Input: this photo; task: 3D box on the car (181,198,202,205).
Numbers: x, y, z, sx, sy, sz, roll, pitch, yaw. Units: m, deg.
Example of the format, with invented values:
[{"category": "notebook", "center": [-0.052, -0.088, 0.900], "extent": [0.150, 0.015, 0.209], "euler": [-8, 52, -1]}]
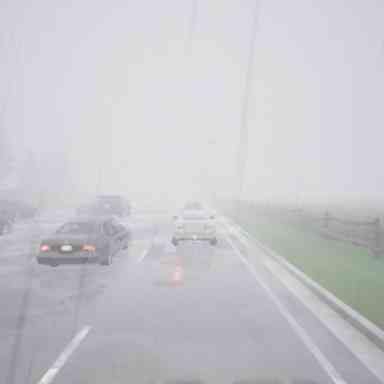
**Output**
[{"category": "car", "center": [0.080, 1.621, 34.624], "extent": [1.994, 1.385, 4.181], "euler": [0, 0, 0]}]

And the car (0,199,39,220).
[{"category": "car", "center": [-13.912, 1.404, 26.083], "extent": [2.097, 1.767, 4.553], "euler": [0, 0, 0]}]

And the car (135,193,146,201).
[{"category": "car", "center": [-14.061, 1.377, 90.341], "extent": [2.150, 2.045, 5.566], "euler": [0, 0, 0]}]

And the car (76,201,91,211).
[{"category": "car", "center": [-10.423, 1.628, 34.341], "extent": [1.994, 1.385, 4.181], "euler": [0, 0, 0]}]

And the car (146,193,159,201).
[{"category": "car", "center": [-10.561, 1.505, 90.666], "extent": [2.097, 1.767, 4.553], "euler": [0, 0, 0]}]

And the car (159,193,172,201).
[{"category": "car", "center": [-7.061, 1.672, 90.699], "extent": [2.128, 1.511, 4.902], "euler": [0, 0, 0]}]

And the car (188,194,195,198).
[{"category": "car", "center": [-0.061, 1.738, 90.733], "extent": [1.895, 1.301, 4.718], "euler": [0, 0, 0]}]

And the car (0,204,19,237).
[{"category": "car", "center": [-10.404, 1.537, 15.561], "extent": [1.837, 1.490, 4.892], "euler": [0, 0, 0]}]

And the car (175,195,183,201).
[{"category": "car", "center": [-3.561, 1.646, 90.734], "extent": [1.837, 1.490, 4.892], "euler": [0, 0, 0]}]

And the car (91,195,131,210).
[{"category": "car", "center": [-6.922, 1.275, 29.767], "extent": [2.150, 2.045, 5.566], "euler": [0, 0, 0]}]

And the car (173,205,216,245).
[{"category": "car", "center": [0.097, 1.552, 15.558], "extent": [1.812, 1.442, 4.674], "euler": [0, 0, 0]}]

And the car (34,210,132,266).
[{"category": "car", "center": [-3.403, 1.569, 11.521], "extent": [2.033, 1.411, 5.357], "euler": [0, 0, 0]}]
